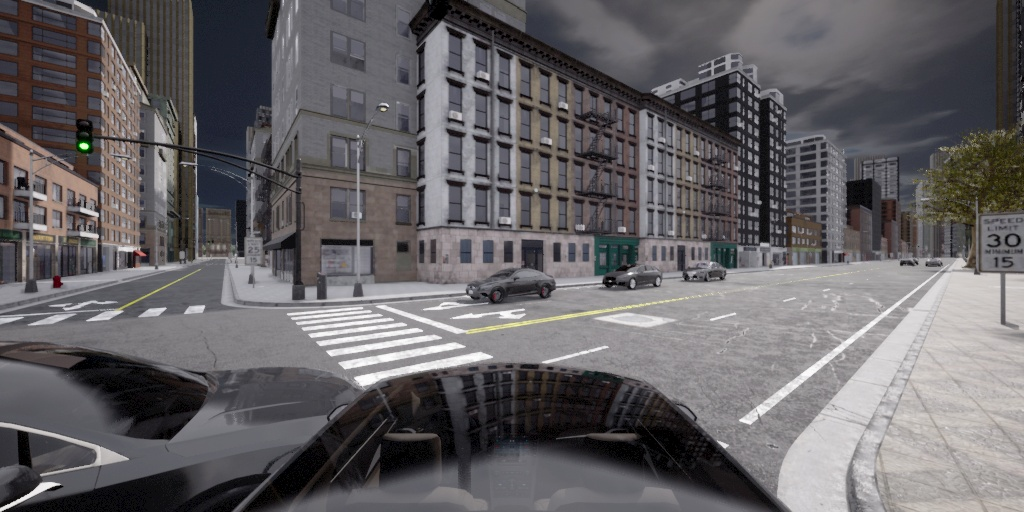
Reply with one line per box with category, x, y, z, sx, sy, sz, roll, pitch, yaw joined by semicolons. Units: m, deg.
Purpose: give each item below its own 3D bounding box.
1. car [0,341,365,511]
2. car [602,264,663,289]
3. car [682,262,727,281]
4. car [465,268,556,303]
car;-3.212;1.257;1.856;4.892;1.490;1.837;0;0;-34
car;7.787;1.257;22.989;4.892;1.490;1.837;0;0;-39
car;15.834;1.235;29.413;4.902;1.511;2.128;0;0;-38
car;0.059;1.286;16.809;4.674;1.442;1.812;0;0;-39
